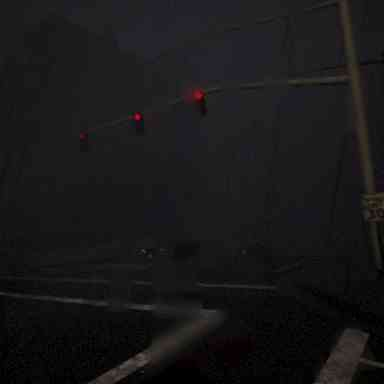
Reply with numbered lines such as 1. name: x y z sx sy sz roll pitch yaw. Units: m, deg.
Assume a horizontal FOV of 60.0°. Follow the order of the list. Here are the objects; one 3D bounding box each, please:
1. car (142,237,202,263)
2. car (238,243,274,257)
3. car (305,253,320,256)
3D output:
1. car: -1.093 3.579 20.928 1.812 1.442 4.674 -9 -10 34
2. car: 5.914 5.473 30.472 2.128 1.511 4.902 -9 -18 35
3. car: 15.637 8.786 43.488 2.097 1.767 4.553 -9 -16 35
